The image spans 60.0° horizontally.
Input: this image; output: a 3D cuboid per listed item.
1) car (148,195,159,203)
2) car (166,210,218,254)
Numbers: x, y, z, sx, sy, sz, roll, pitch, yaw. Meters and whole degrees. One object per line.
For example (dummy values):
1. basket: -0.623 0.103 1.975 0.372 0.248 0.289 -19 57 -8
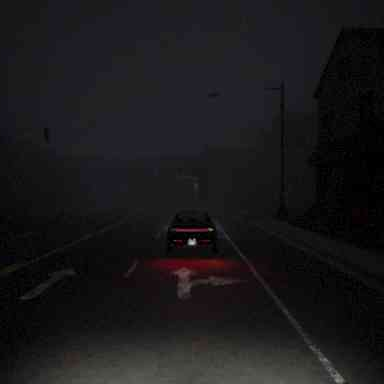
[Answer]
1. car: -8.090 1.338 69.942 1.837 1.490 4.892 0 0 -1
2. car: 0.004 1.491 13.530 2.128 1.511 4.902 0 0 0
